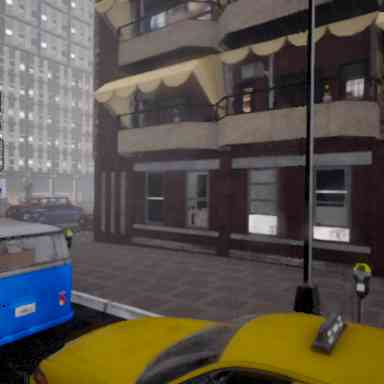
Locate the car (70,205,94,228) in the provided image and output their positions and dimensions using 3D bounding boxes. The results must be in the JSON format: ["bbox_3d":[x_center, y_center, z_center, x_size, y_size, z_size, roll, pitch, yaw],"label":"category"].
[{"bbox_3d":[-5.380,1.674,22.059,1.887,1.381,4.507,1,0,36],"label":"car"}]

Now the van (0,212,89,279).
[{"bbox_3d":[-3.725,1.335,5.514,3.998,1.788,1.690,0,1,36],"label":"van"}]

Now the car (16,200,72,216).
[{"bbox_3d":[-10.302,1.567,25.110,1.812,1.442,4.674,1,0,34],"label":"car"}]

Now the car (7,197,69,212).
[{"bbox_3d":[-12.169,1.320,26.965,2.192,1.841,5.009,1,0,36],"label":"car"}]

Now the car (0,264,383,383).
[{"bbox_3d":[0.698,1.525,2.363,4.829,1.417,1.752,0,1,36],"label":"car"}]
